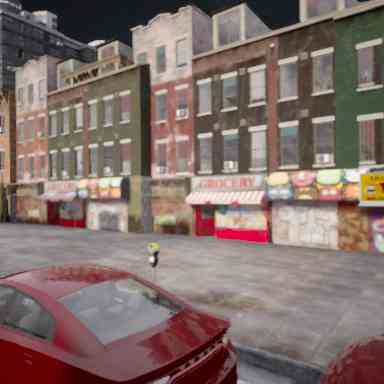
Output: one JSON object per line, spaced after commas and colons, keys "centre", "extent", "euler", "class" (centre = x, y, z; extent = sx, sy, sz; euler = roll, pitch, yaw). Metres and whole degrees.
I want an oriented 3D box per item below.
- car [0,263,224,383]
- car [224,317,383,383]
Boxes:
{"centre": [-1.664, 1.565, 4.006], "extent": [4.507, 1.381, 1.887], "euler": [0, -1, 36], "class": "car"}
{"centre": [2.817, 1.304, 0.812], "extent": [5.009, 1.841, 2.192], "euler": [0, -1, 36], "class": "car"}
